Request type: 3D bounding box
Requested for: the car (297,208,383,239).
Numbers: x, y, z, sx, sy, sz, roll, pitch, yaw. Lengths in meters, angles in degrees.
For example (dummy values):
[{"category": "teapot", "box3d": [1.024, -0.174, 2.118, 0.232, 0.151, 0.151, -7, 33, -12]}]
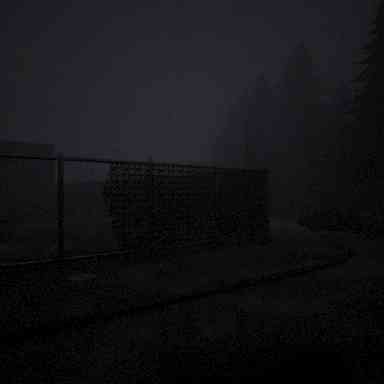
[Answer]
[{"category": "car", "box3d": [8.216, 1.547, 17.603, 2.033, 1.411, 5.357, 0, 0, -37]}]
